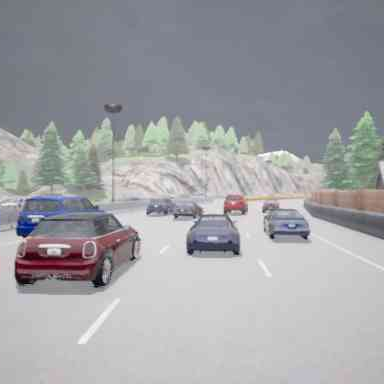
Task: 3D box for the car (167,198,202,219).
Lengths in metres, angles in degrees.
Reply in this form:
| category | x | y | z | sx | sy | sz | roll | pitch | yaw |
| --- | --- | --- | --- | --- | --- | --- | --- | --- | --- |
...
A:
| category | x | y | z | sx | sy | sz | roll | pitch | yaw |
| --- | --- | --- | --- | --- | --- | --- | --- | --- | --- |
| car | -0.265 | 1.570 | 29.305 | 2.033 | 1.411 | 5.357 | 0 | 0 | 12 |

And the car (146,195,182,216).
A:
| category | x | y | z | sx | sy | sz | roll | pitch | yaw |
| --- | --- | --- | --- | --- | --- | --- | --- | --- | --- |
| car | -2.906 | 1.371 | 33.365 | 2.097 | 1.767 | 4.553 | 0 | 0 | 13 |

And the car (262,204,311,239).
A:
| category | x | y | z | sx | sy | sz | roll | pitch | yaw |
| --- | --- | --- | --- | --- | --- | --- | --- | --- | --- |
| car | 4.842 | 1.574 | 17.538 | 2.033 | 1.411 | 5.357 | 0 | 0 | 8 |

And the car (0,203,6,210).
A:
| category | x | y | z | sx | sy | sz | roll | pitch | yaw |
| --- | --- | --- | --- | --- | --- | --- | --- | --- | --- |
| car | -19.925 | 1.505 | 38.294 | 1.812 | 1.442 | 4.674 | 0 | 0 | 13 |

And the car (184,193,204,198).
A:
| category | x | y | z | sx | sy | sz | roll | pitch | yaw |
| --- | --- | --- | --- | --- | --- | --- | --- | --- | --- |
| car | 0.902 | 1.263 | 74.649 | 2.150 | 2.045 | 5.566 | 0 | 0 | 26 |

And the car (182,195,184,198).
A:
| category | x | y | z | sx | sy | sz | roll | pitch | yaw |
| --- | --- | --- | --- | --- | --- | --- | --- | --- | --- |
| car | -2.172 | 1.530 | 76.326 | 1.837 | 1.490 | 4.892 | 0 | 0 | 26 |

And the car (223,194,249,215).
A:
| category | x | y | z | sx | sy | sz | roll | pitch | yaw |
| --- | --- | --- | --- | --- | --- | --- | --- | --- | --- |
| car | 4.700 | 1.262 | 35.246 | 2.150 | 2.045 | 5.566 | 0 | 0 | 14 |

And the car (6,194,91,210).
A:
| category | x | y | z | sx | sy | sz | roll | pitch | yaw |
| --- | --- | --- | --- | --- | --- | --- | --- | --- | --- |
| car | -5.889 | 1.220 | 15.826 | 2.150 | 2.045 | 5.566 | 0 | 0 | 7 |

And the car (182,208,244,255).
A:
| category | x | y | z | sx | sy | sz | roll | pitch | yaw |
| --- | --- | --- | --- | --- | --- | --- | --- | --- | --- |
| car | 0.914 | 1.577 | 13.505 | 1.994 | 1.385 | 4.181 | 0 | 0 | 6 |

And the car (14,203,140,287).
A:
| category | x | y | z | sx | sy | sz | roll | pitch | yaw |
| --- | --- | --- | --- | --- | --- | --- | --- | --- | --- |
| car | -2.931 | 1.352 | 9.543 | 2.097 | 1.767 | 4.553 | 0 | 0 | 4 |

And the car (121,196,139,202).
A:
| category | x | y | z | sx | sy | sz | roll | pitch | yaw |
| --- | --- | --- | --- | --- | --- | --- | --- | --- | --- |
| car | -12.979 | 1.538 | 69.952 | 1.812 | 1.442 | 4.674 | 0 | 0 | 23 |

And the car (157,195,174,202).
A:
| category | x | y | z | sx | sy | sz | roll | pitch | yaw |
| --- | --- | --- | --- | --- | --- | --- | --- | --- | --- |
| car | -6.028 | 1.502 | 76.490 | 1.812 | 1.442 | 4.674 | 0 | 0 | 26 |

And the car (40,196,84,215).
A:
| category | x | y | z | sx | sy | sz | roll | pitch | yaw |
| --- | --- | --- | --- | --- | --- | --- | --- | --- | --- |
| car | -13.511 | 1.346 | 34.916 | 2.097 | 1.767 | 4.553 | 0 | 0 | 13 |

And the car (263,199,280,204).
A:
| category | x | y | z | sx | sy | sz | roll | pitch | yaw |
| --- | --- | --- | --- | --- | --- | --- | --- | --- | --- |
| car | 9.062 | 1.580 | 37.930 | 1.812 | 1.442 | 4.674 | 0 | 0 | 15 |
